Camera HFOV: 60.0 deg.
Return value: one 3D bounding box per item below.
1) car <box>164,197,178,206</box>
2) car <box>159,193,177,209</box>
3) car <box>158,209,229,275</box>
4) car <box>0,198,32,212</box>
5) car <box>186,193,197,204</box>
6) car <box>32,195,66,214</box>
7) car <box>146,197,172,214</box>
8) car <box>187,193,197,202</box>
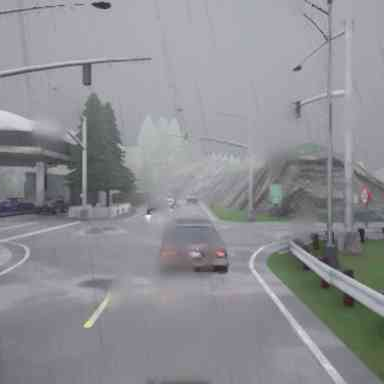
[{"bbox_3d":[-3.549,1.541,56.209,2.033,1.411,5.357,0,0,0],"label":"car"},{"bbox_3d":[-3.585,1.216,45.562,2.150,2.045,5.566,0,0,0],"label":"car"},{"bbox_3d":[-0.069,1.530,10.485,2.033,1.411,5.357,0,1,-3],"label":"car"},{"bbox_3d":[-20.232,1.475,38.800,2.242,1.667,4.611,0,0,-1],"label":"car"},{"bbox_3d":[0.082,1.470,63.861,1.882,1.535,5.008,0,0,0],"label":"car"},{"bbox_3d":[-14.526,1.308,34.522,1.905,1.878,3.866,0,0,-1],"label":"car"},{"bbox_3d":[-3.593,1.543,35.205,2.033,1.411,5.357,0,0,0],"label":"car"},{"bbox_3d":[-0.004,1.217,74.070,2.150,2.045,5.566,0,0,-2],"label":"car"}]
